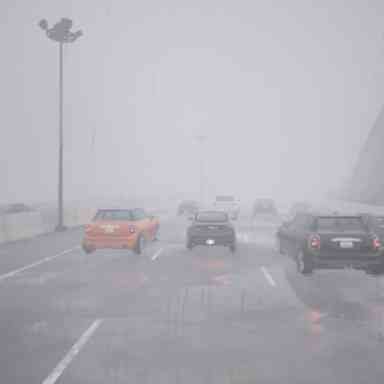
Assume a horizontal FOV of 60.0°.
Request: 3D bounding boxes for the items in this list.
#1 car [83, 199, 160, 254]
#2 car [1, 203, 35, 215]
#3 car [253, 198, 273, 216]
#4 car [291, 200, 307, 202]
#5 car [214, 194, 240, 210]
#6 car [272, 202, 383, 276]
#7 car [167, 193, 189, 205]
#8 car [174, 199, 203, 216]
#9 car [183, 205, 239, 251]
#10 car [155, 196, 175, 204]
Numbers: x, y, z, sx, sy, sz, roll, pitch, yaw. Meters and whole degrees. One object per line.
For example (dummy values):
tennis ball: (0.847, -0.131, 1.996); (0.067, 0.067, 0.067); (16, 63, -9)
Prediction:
car: (-2.691, 1.354, 13.644); (2.097, 1.767, 4.553); (0, 0, 4)
car: (-12.496, 1.512, 22.633); (1.812, 1.442, 4.674); (0, 0, 8)
car: (7.086, 1.386, 32.431); (2.097, 1.767, 4.553); (0, 0, 11)
car: (11.097, 1.521, 34.531); (1.882, 1.535, 5.008); (0, 0, 12)
car: (3.334, 1.247, 31.688); (2.150, 2.045, 5.566); (0, 0, 11)
car: (4.099, 1.367, 10.636); (2.097, 1.767, 4.553); (0, 0, 4)
car: (-2.554, 1.252, 62.906); (2.150, 2.045, 5.566); (0, 0, 21)
car: (-0.114, 1.523, 32.170); (1.837, 1.490, 4.892); (0, 0, 11)
car: (0.864, 1.515, 14.201); (1.837, 1.490, 4.892); (0, 0, 5)
car: (-5.288, 1.503, 65.556); (1.882, 1.535, 5.008); (0, 0, 21)
